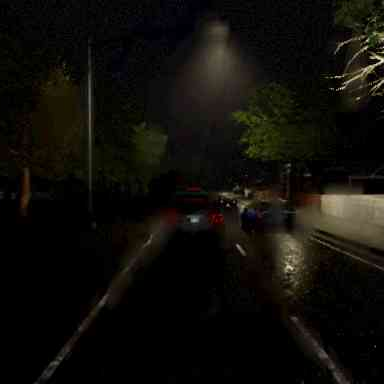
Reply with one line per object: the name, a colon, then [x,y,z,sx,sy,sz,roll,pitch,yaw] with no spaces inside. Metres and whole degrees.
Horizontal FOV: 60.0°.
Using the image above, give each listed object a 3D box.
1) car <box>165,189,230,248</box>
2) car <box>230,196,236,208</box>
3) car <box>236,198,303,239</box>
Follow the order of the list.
car: [0.099,1.016,13.902,2.150,2.045,5.566,0,1,0]
car: [3.615,0.994,35.489,1.895,1.301,4.718,0,1,0]
car: [3.604,1.116,15.812,2.097,1.767,4.553,0,1,0]
